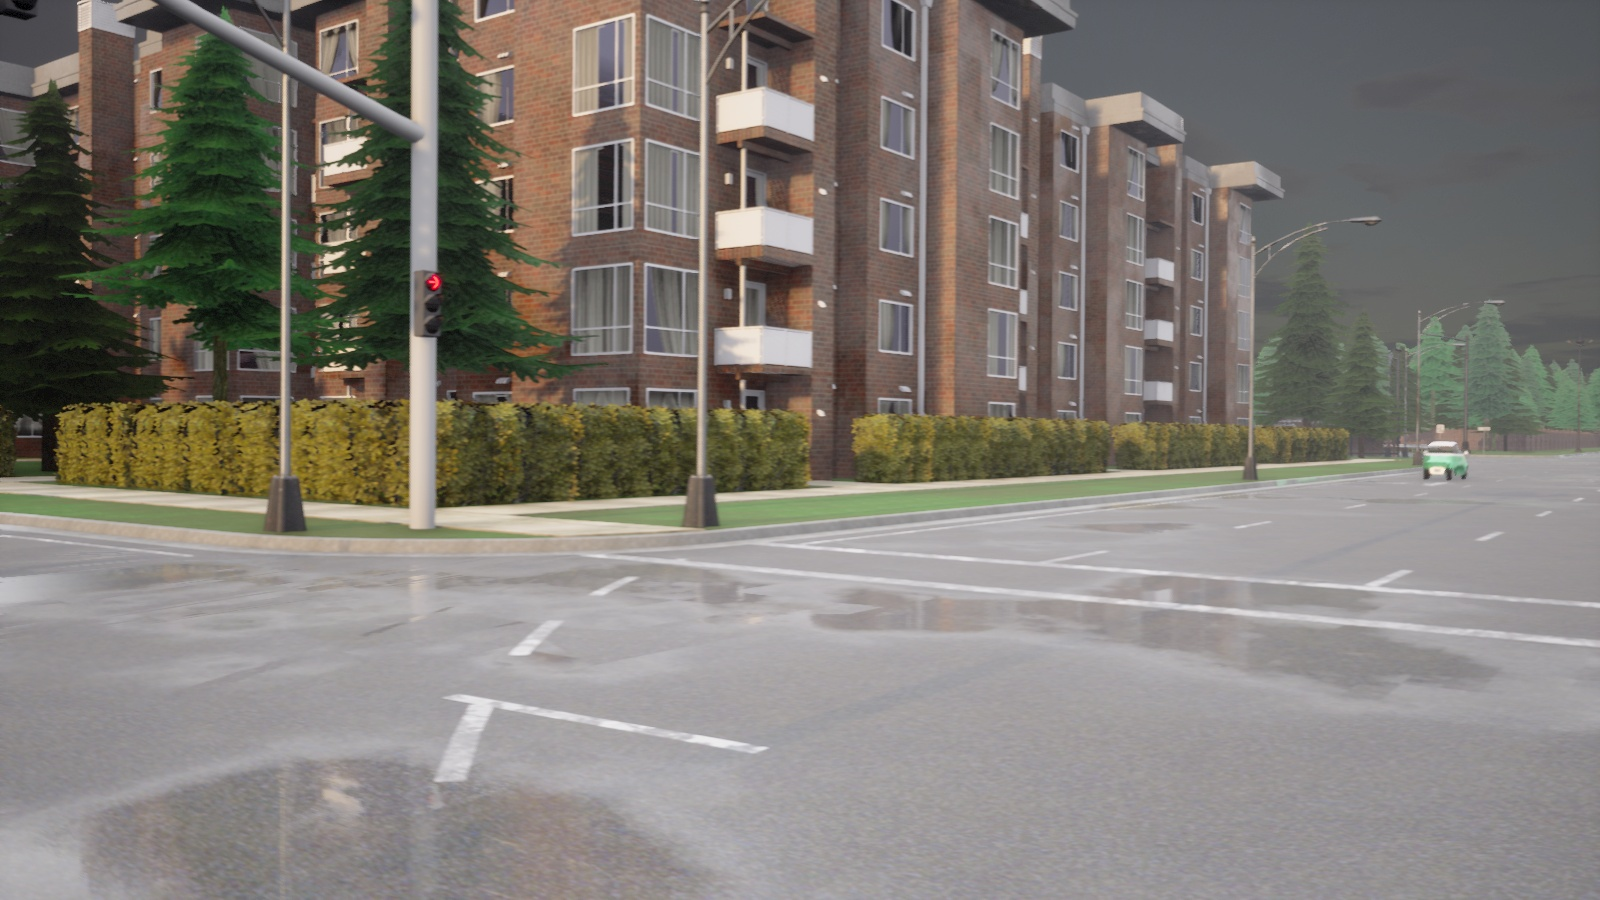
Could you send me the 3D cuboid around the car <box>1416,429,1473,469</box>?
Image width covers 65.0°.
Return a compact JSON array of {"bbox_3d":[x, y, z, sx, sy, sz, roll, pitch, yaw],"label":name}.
[{"bbox_3d":[23.249,-0.049,45.290,1.481,1.376,2.207,0,1,36],"label":"car"}]
